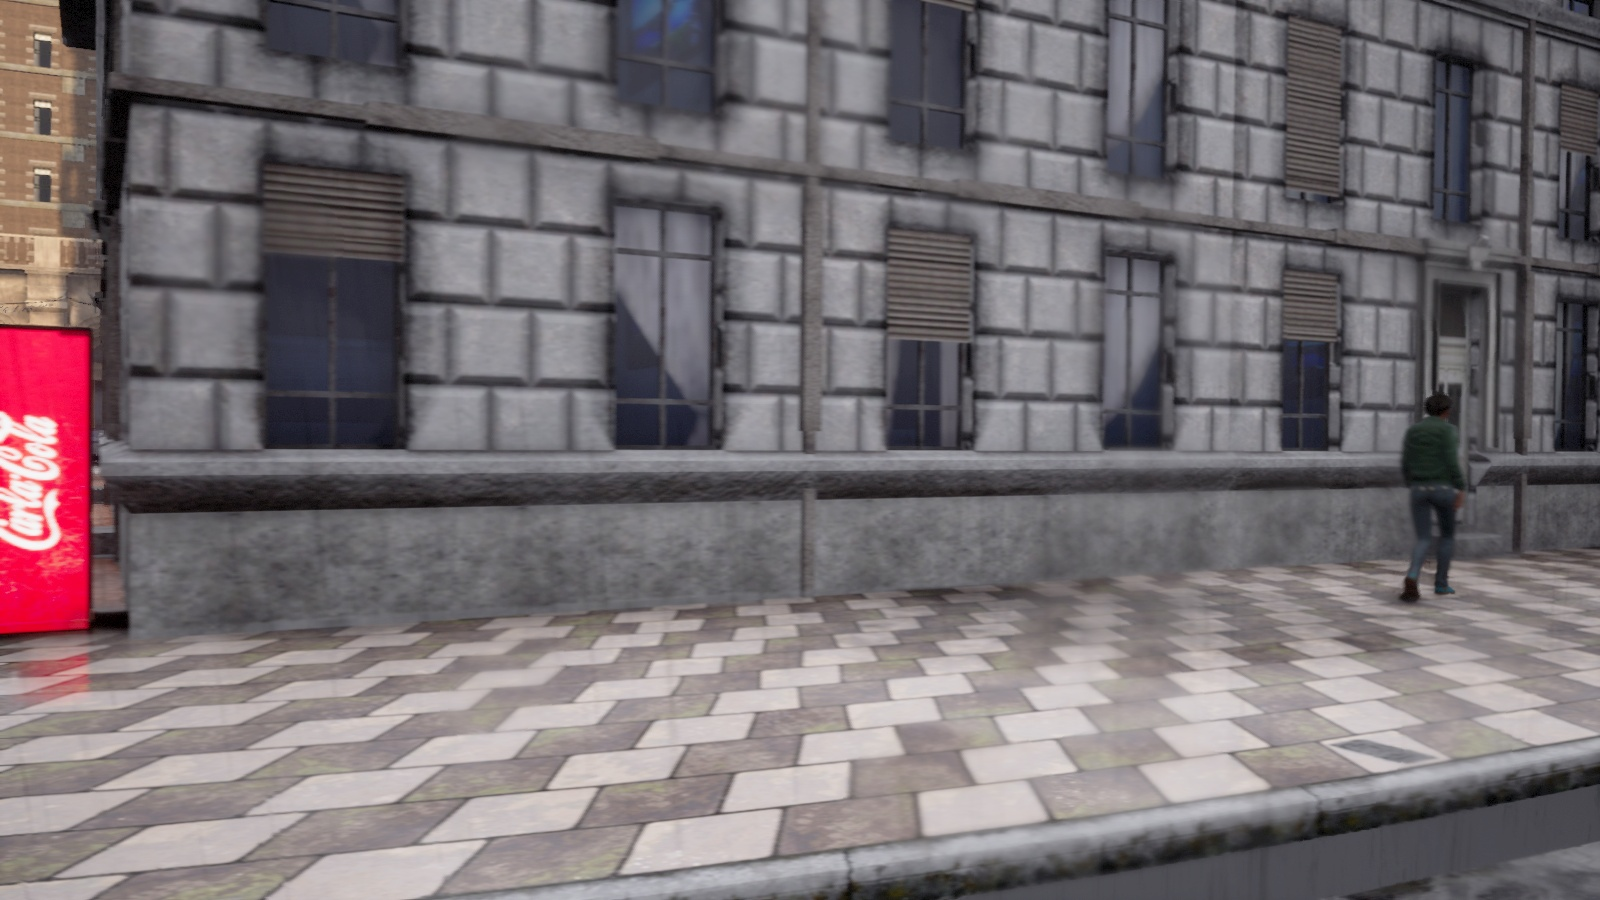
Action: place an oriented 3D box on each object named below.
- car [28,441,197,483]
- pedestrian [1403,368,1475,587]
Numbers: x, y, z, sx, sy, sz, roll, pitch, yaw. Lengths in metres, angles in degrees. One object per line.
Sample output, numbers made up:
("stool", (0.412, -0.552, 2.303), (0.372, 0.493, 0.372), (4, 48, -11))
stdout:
("car", (-25.441, 0.415, 46.605), (5.357, 1.411, 2.033), (-1, 1, -30))
("pedestrian", (5.563, 0.225, 10.933), (0.614, 1.847, 0.353), (-1, 1, -42))
